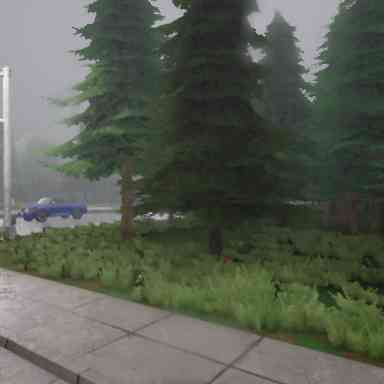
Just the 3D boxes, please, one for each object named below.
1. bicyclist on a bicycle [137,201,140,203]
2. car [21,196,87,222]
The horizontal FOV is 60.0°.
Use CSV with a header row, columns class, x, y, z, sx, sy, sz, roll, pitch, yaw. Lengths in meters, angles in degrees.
class,x,y,z,sx,sy,sz,roll,pitch,yaw
bicyclist on a bicycle,-3.977,1.370,25.228,1.656,1.620,0.582,-1,0,34
car,-11.391,1.330,27.637,2.150,2.045,5.566,0,0,35
